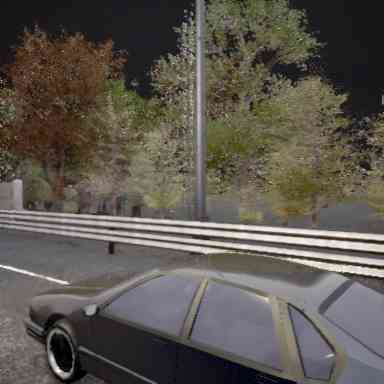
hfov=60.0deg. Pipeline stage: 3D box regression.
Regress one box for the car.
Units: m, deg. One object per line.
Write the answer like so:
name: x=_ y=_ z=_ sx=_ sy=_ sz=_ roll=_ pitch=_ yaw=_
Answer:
car: x=0.338 y=1.415 z=3.518 sx=5.357 sy=1.411 sz=2.033 roll=0 pitch=0 yaw=38
